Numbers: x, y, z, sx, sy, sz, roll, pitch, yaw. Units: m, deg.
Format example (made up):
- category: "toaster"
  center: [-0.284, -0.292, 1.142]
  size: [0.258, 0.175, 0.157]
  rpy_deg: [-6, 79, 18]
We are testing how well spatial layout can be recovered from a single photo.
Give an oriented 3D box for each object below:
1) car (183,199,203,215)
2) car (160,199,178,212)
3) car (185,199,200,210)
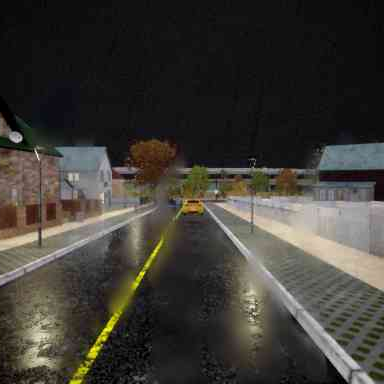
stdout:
- category: "car"
  center: [0.122, 1.471, 33.848]
  size: [1.882, 1.535, 5.008]
  rpy_deg: [0, 0, 0]
- category: "car"
  center: [-2.725, 1.559, 39.643]
  size: [1.812, 1.442, 4.674]
  rpy_deg: [0, 0, 0]
- category: "car"
  center: [0.127, 1.602, 44.393]
  size: [1.895, 1.301, 4.718]
  rpy_deg: [0, 0, 0]
